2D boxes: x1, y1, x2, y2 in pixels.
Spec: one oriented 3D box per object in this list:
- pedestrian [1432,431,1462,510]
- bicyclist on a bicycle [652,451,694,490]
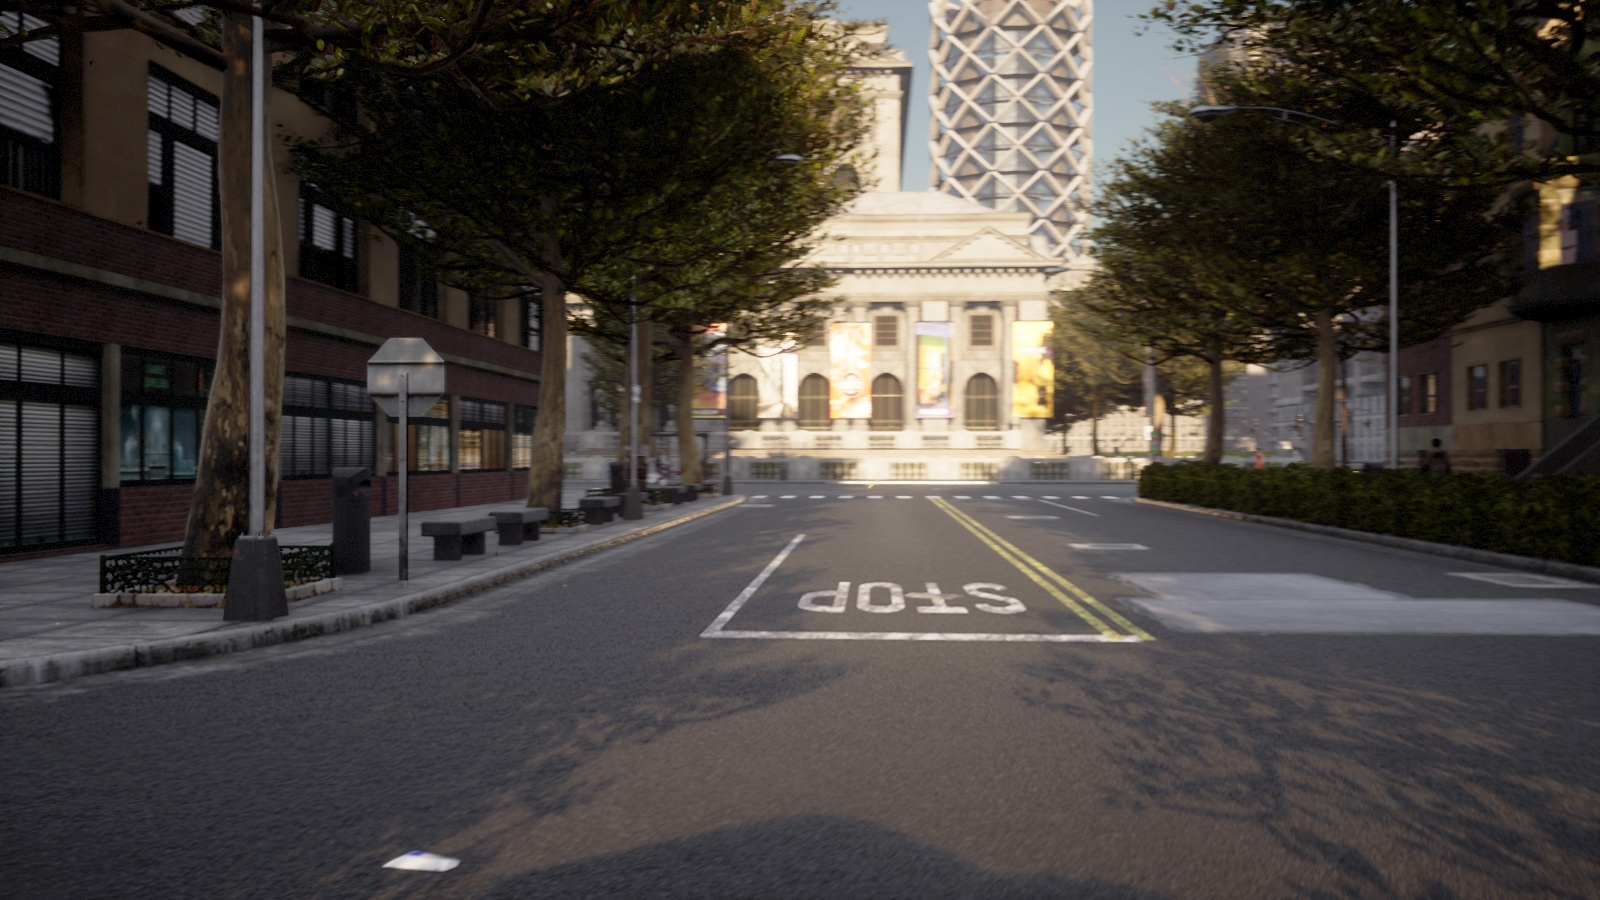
[{"bbox_3d":[15.889,0.500,30.833,0.396,1.930,0.692,0,0,4],"label":"pedestrian"},{"bbox_3d":[-5.857,0.951,58.065,1.843,1.776,0.659,0,0,4],"label":"bicyclist on a bicycle"}]
